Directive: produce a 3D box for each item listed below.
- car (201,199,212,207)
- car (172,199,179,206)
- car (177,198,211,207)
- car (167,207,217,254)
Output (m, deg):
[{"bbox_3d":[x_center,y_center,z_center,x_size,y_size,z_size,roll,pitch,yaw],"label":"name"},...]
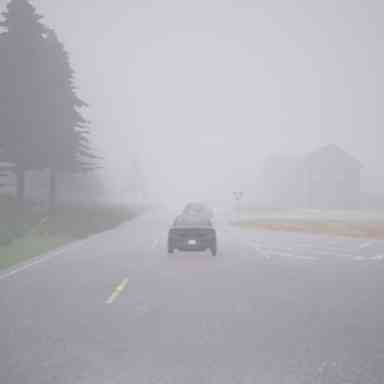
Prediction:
[{"bbox_3d":[2.959,2.243,70.352,1.816,1.474,4.193,-6,0,-2],"label":"car"},{"bbox_3d":[-3.514,2.373,75.845,1.812,1.442,4.674,0,-1,0],"label":"car"},{"bbox_3d":[0.564,1.669,28.241,2.097,1.767,4.553,0,-1,13],"label":"car"},{"bbox_3d":[0.026,1.638,14.216,1.882,1.535,5.008,0,0,1],"label":"car"}]
